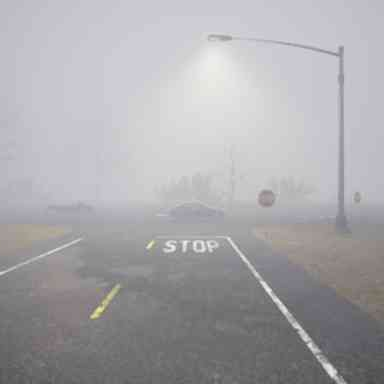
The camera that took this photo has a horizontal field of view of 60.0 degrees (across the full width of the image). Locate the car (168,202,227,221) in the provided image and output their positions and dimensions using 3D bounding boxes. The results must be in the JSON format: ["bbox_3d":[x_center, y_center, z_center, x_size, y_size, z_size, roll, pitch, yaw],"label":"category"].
[{"bbox_3d":[0.403,1.499,26.422,4.674,1.442,1.812,0,0,-1],"label":"car"}]

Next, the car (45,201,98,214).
[{"bbox_3d":[-11.950,1.522,33.123,4.718,1.301,1.895,0,0,-2],"label":"car"}]
